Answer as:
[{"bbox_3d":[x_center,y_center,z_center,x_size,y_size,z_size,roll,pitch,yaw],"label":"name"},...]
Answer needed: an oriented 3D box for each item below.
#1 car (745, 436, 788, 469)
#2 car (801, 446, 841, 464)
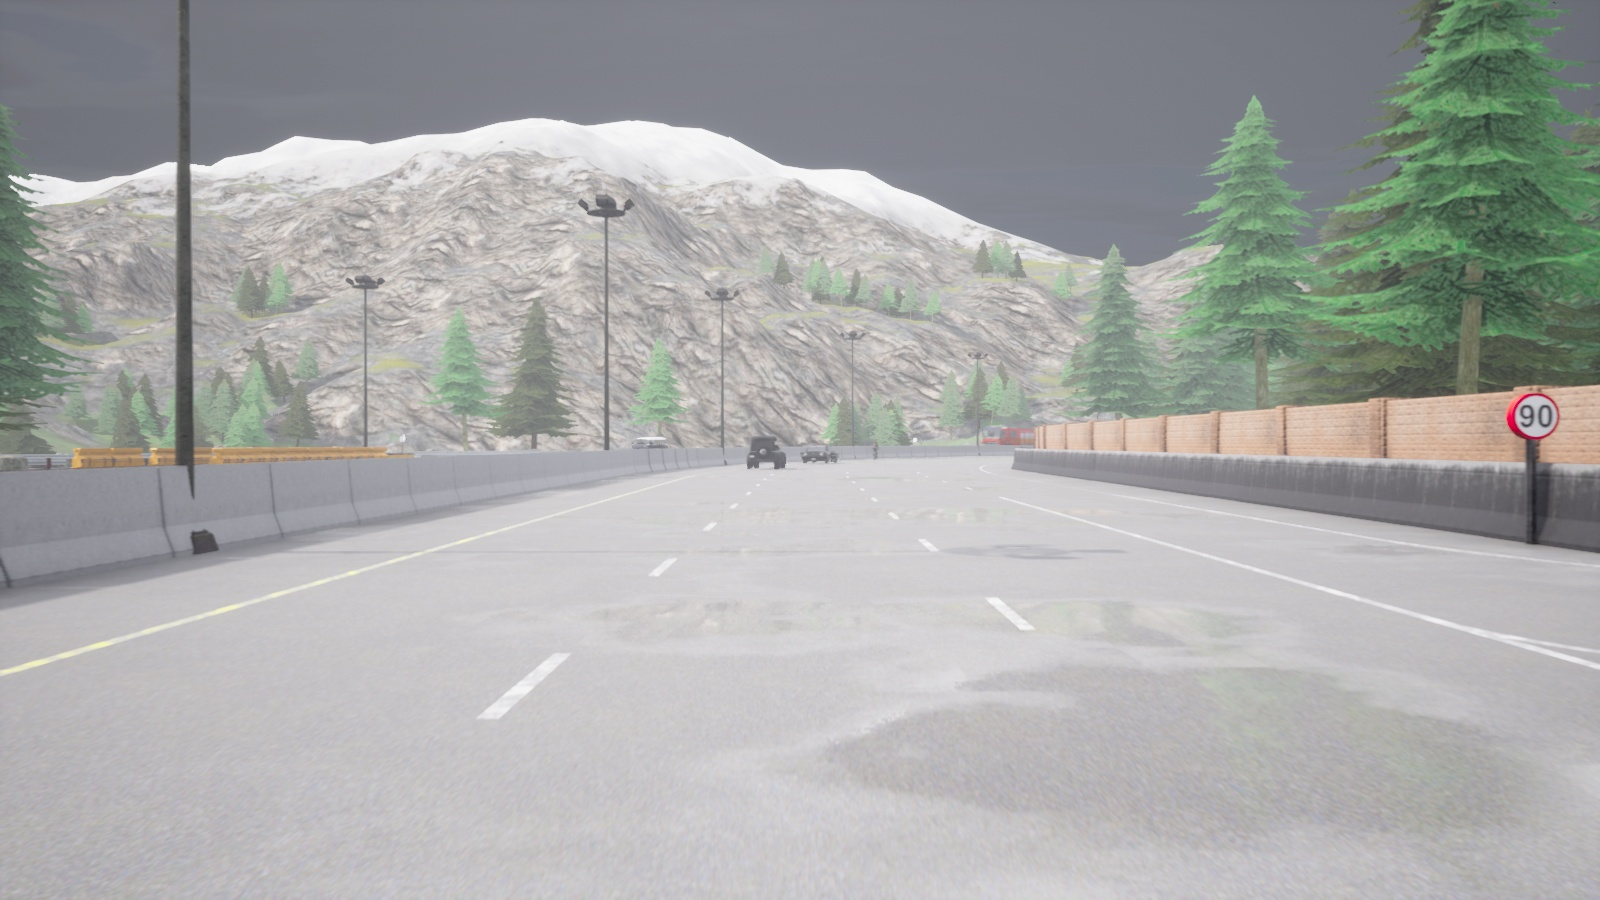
[{"bbox_3d":[-1.900,0.135,72.585,1.905,1.878,3.866,0,0,7],"label":"car"},{"bbox_3d":[1.541,0.341,90.786,1.895,1.301,4.718,0,0,14],"label":"car"}]
